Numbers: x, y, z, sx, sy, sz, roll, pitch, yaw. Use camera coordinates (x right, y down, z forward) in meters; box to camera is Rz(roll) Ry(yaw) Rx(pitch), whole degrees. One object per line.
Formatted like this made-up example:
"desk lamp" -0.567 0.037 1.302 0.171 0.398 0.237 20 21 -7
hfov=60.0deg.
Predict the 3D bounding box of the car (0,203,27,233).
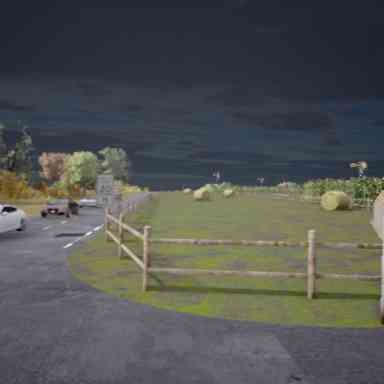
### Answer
"car" -9.224 1.261 15.264 1.812 1.442 4.674 1 0 -4

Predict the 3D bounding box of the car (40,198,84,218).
"car" -10.042 1.175 25.645 1.994 1.385 4.181 1 1 -5

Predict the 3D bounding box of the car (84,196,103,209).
"car" -10.862 1.087 36.203 1.895 1.301 4.718 1 1 -5

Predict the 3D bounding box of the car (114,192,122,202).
"car" -11.984 0.748 51.768 2.128 1.511 4.902 1 1 -4
